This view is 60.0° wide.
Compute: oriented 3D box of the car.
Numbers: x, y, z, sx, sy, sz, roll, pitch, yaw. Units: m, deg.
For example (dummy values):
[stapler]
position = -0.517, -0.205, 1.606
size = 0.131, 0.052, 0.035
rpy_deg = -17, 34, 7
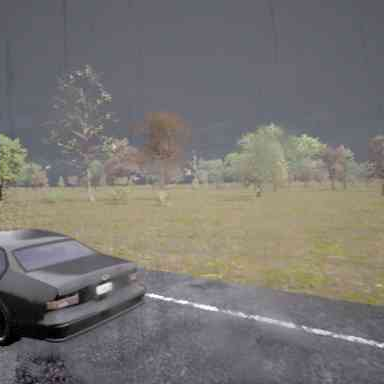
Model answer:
[car]
position = -3.332, 1.418, 6.064
size = 5.357, 1.411, 2.033
rpy_deg = 0, 2, 33
